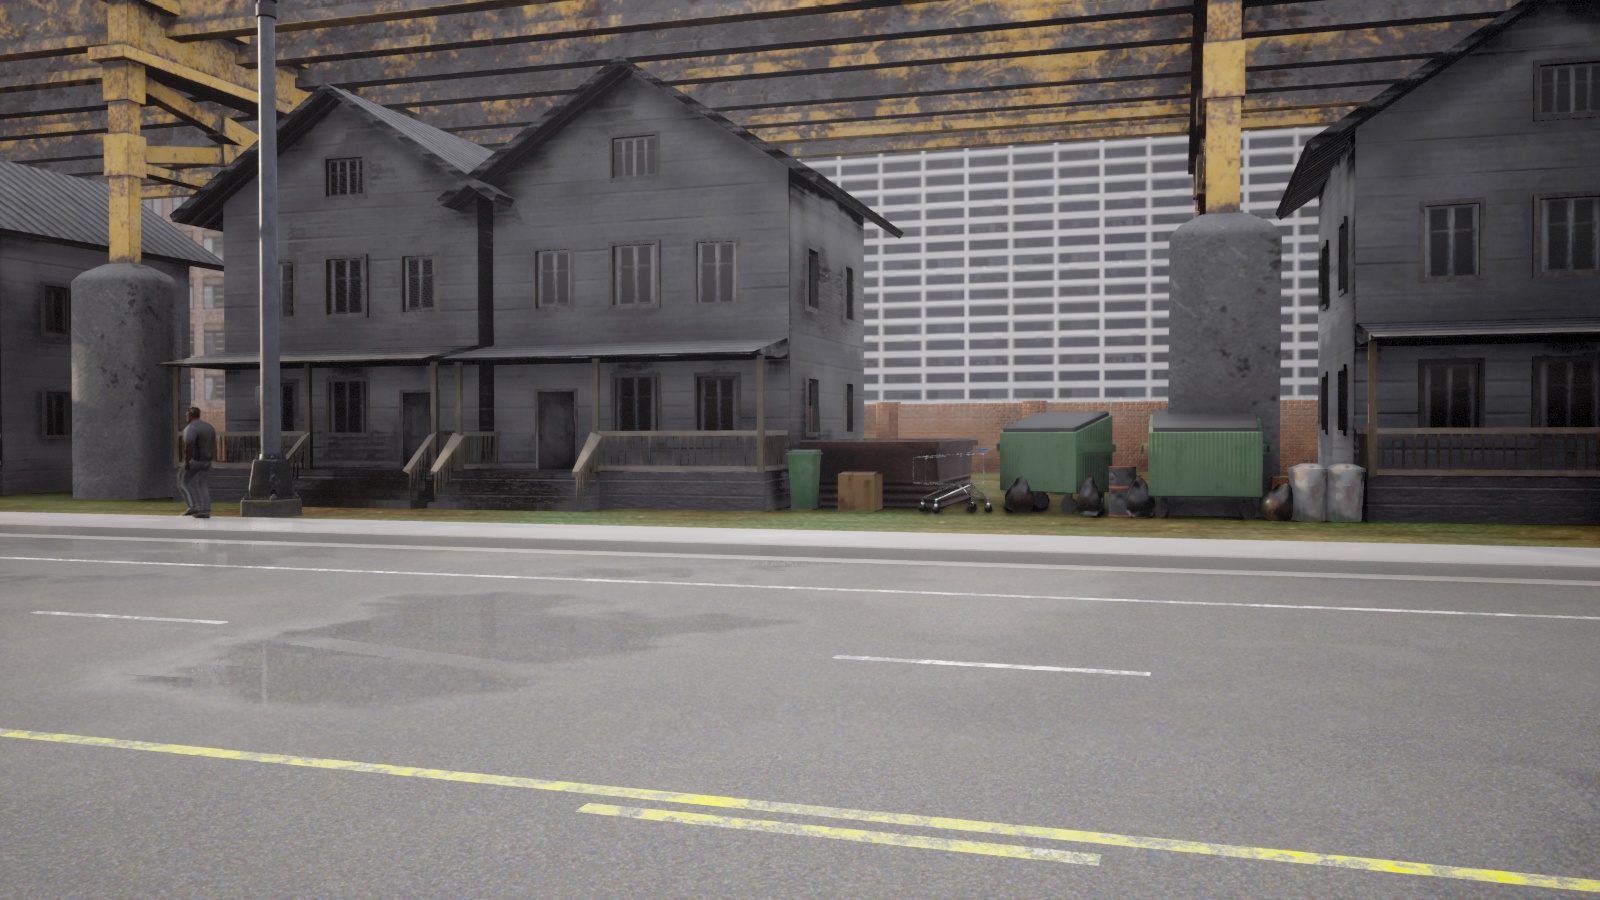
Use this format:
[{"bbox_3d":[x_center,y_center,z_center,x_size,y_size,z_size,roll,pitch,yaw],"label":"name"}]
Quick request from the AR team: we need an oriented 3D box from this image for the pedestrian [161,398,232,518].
[{"bbox_3d":[-9.690,0.122,20.170,0.849,1.883,0.563,0,1,14],"label":"pedestrian"}]
